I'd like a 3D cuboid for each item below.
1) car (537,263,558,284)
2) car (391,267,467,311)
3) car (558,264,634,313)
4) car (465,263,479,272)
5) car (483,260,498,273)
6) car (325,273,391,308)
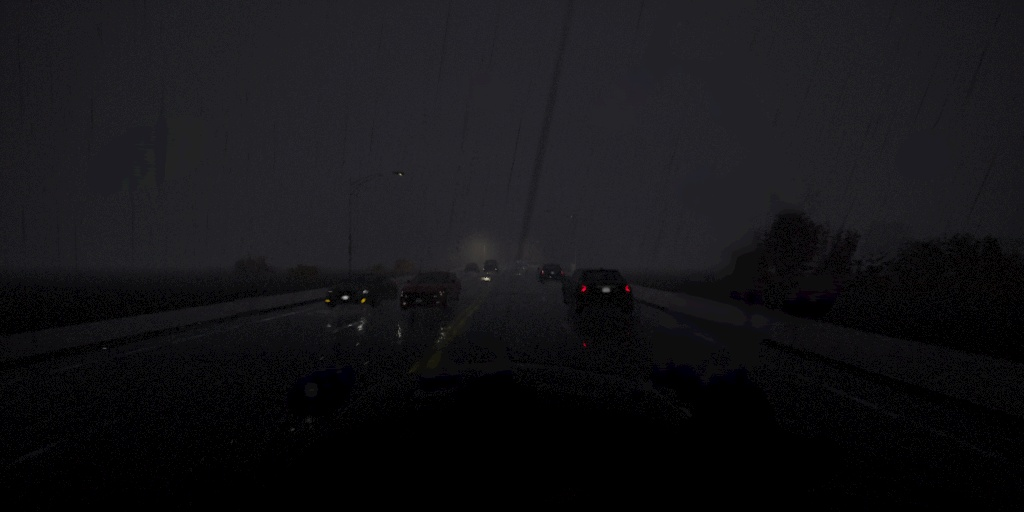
[{"bbox_3d":[3.349,1.433,31.643,2.097,1.767,4.553,0,-1,0],"label":"car"},{"bbox_3d":[-3.351,1.381,15.550,1.882,1.535,5.008,0,-1,0],"label":"car"},{"bbox_3d":[3.349,1.247,14.855,2.097,1.767,4.553,0,-1,0],"label":"car"},{"bbox_3d":[-6.552,1.857,58.546,1.882,1.535,5.008,0,-1,1],"label":"car"},{"bbox_3d":[-3.310,1.581,56.735,2.150,2.045,5.566,0,-1,1],"label":"car"},{"bbox_3d":[-6.601,1.475,16.195,1.994,1.385,4.181,0,-1,0],"label":"car"}]
